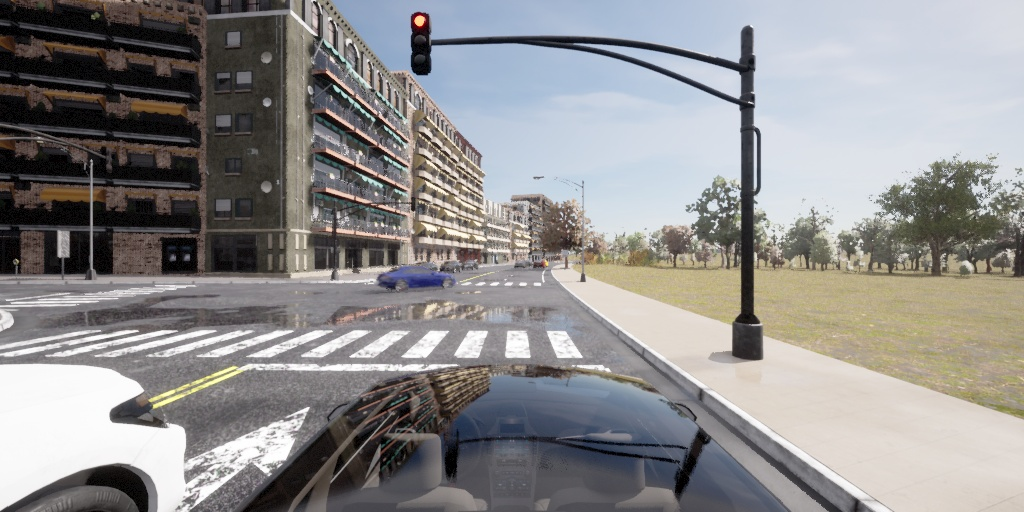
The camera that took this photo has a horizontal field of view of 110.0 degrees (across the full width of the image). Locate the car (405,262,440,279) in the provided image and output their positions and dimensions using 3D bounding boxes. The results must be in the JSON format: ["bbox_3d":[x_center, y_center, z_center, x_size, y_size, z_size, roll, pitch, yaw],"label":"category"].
[{"bbox_3d":[-8.504,1.313,34.511,1.837,1.490,4.892,0,0,5],"label":"car"}]

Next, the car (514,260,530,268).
[{"bbox_3d":[1.583,1.482,64.013,2.033,1.411,5.357,0,0,9],"label":"car"}]

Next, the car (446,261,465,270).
[{"bbox_3d":[-7.593,1.350,44.608,1.837,1.490,4.892,0,0,6],"label":"car"}]

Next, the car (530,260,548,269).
[{"bbox_3d":[4.865,1.413,63.842,1.882,1.535,5.008,0,0,9],"label":"car"}]

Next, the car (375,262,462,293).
[{"bbox_3d":[-5.606,1.297,21.138,4.674,1.442,1.812,0,0,-38],"label":"car"}]

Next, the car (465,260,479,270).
[{"bbox_3d":[-6.407,1.378,54.929,2.128,1.511,4.902,0,0,7],"label":"car"}]
